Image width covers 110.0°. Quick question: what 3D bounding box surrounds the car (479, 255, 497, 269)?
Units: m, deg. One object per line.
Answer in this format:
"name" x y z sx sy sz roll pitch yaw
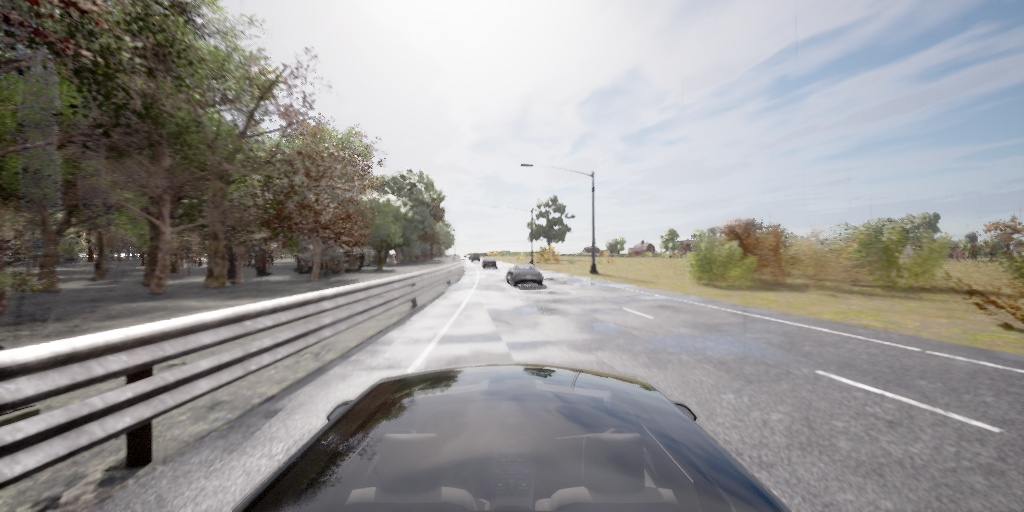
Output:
"car" -3.258 0.973 51.026 1.882 1.535 5.008 0 0 -8

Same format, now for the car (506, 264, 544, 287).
"car" 0.759 1.213 23.904 1.994 1.385 4.181 0 0 -8
